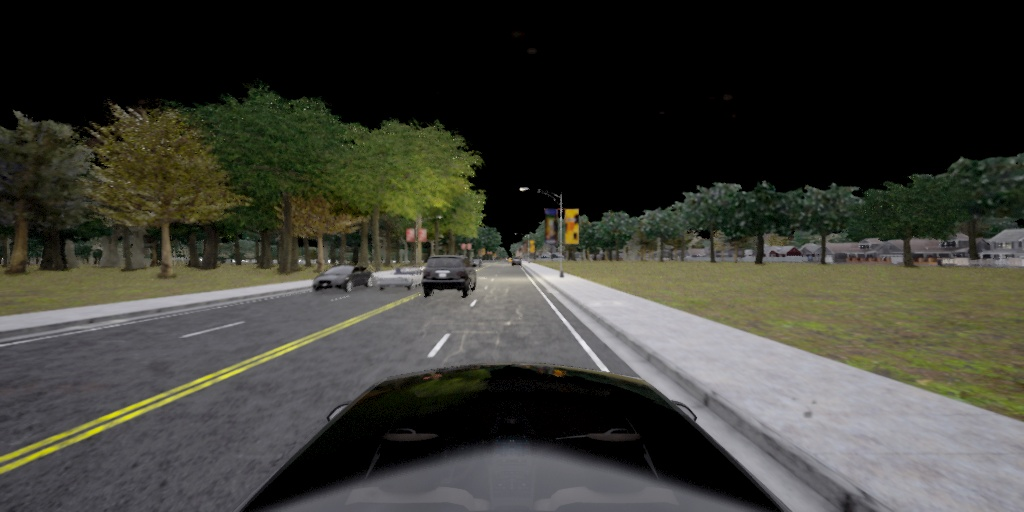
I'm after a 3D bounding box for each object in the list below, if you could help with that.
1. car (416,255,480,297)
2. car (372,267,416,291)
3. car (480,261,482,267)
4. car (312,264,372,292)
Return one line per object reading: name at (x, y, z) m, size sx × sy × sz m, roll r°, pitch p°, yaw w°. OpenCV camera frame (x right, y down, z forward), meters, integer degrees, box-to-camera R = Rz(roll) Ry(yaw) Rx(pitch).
car at (-3.156, 0.976, 18.992) m, size 2.150 × 2.045 × 5.566 m, roll 0°, pitch 0°, yaw 0°
car at (-6.607, 1.356, 22.033) m, size 1.895 × 1.301 × 4.718 m, roll 0°, pitch 0°, yaw 0°
car at (-6.538, 1.290, 64.692) m, size 2.128 × 1.511 × 4.902 m, roll 0°, pitch 0°, yaw 0°
car at (-9.855, 1.259, 21.285) m, size 1.837 × 1.490 × 4.892 m, roll 0°, pitch 0°, yaw 0°
